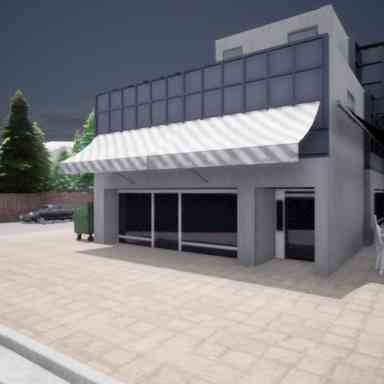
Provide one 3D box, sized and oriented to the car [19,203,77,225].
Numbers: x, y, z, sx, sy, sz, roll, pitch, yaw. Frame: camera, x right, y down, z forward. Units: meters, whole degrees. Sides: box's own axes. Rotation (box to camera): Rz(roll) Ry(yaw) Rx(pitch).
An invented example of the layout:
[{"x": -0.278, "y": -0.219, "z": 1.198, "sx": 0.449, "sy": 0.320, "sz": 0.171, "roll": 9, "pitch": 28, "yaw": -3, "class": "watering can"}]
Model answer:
[{"x": -11.180, "y": 1.697, "z": 26.547, "sx": 1.837, "sy": 1.490, "sz": 4.892, "roll": 0, "pitch": 0, "yaw": 37, "class": "car"}]
